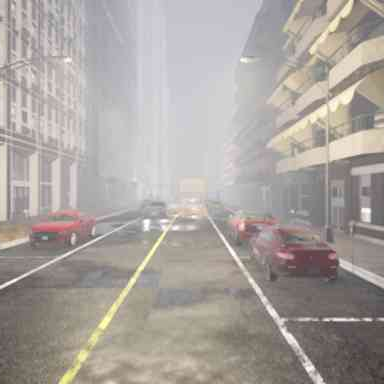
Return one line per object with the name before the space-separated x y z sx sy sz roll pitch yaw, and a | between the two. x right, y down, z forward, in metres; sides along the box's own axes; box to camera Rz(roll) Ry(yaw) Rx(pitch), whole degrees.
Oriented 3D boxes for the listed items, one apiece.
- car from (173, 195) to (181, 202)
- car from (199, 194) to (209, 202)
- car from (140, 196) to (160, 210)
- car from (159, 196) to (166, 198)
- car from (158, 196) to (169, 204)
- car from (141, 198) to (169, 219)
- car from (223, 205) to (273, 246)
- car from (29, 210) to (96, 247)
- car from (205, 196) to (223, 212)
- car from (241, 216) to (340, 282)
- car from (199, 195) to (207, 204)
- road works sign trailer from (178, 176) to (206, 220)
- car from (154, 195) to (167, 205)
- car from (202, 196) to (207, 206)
car | -2.978 1.361 69.989 1.837 1.490 4.892 0 0 0
car | 2.716 1.329 77.237 2.192 1.841 5.009 0 0 0
car | -5.676 1.563 43.347 1.947 1.339 4.313 0 0 0
car | -5.672 1.551 54.644 2.008 1.369 4.403 0 0 0
car | -5.669 1.532 65.772 1.752 1.417 4.829 0 0 0
car | -3.087 1.521 29.553 1.812 1.442 4.674 0 0 0
car | 2.696 1.437 15.103 1.967 1.590 4.097 0 0 0
car | -5.685 1.541 15.105 1.887 1.381 4.507 0 0 0
car | 2.703 1.521 37.866 1.752 1.417 4.829 0 0 0
car | 2.694 1.579 9.454 1.802 1.307 4.206 0 0 0
car | 2.708 1.551 54.643 2.008 1.369 4.403 0 0 0
road works sign trailer | 0.009 0.460 27.759 2.380 3.560 2.880 0 0 0
car | -5.671 1.444 60.294 1.967 1.590 4.097 0 0 0
car | 2.705 1.563 43.345 1.947 1.339 4.313 0 0 0
